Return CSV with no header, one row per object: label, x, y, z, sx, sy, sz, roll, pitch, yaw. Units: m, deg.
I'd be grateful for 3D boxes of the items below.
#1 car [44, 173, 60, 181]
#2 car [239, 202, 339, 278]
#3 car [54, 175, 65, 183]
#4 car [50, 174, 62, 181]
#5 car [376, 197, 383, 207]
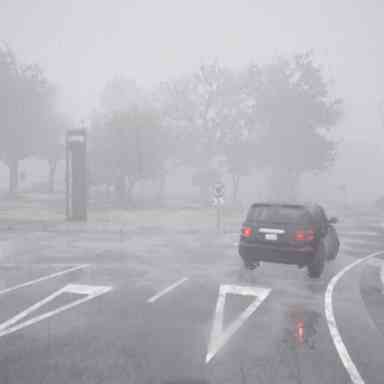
car,-35.269,-3.519,87.703,1.946,1.575,5.366,7,5,28
car,3.385,1.362,10.972,2.150,2.045,5.566,1,-2,30
car,-31.177,-2.851,83.331,2.231,1.521,4.892,6,5,28
car,-33.176,-3.148,85.605,2.002,1.452,4.674,7,5,28
car,28.517,1.433,48.298,4.902,1.511,2.128,2,1,-39
